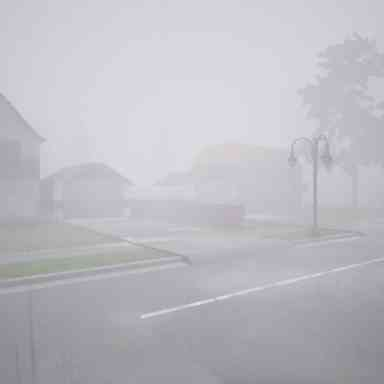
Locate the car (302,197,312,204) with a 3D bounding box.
[{"bbox_3d":[20.660,1.559,63.879,1.837,1.490,4.892,0,0,-34],"label":"car"}]
